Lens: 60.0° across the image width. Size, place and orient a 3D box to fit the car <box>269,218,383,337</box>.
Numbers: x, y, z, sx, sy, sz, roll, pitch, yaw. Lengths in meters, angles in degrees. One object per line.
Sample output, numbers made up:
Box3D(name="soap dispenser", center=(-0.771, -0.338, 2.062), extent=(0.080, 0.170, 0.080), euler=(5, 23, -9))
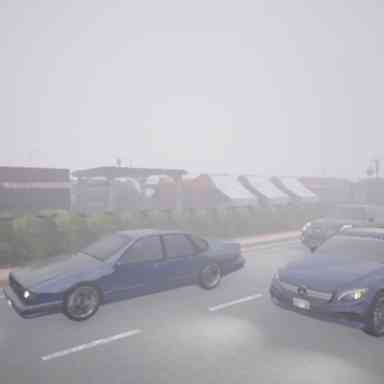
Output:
Box3D(name="car", center=(3.576, 1.501, 6.747), extent=(4.674, 1.442, 1.812), euler=(-1, 0, -38))

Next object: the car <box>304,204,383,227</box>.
Box3D(name="car", center=(6.416, 1.306, 13.365), extent=(4.553, 1.767, 2.097), euler=(-1, 0, -37))

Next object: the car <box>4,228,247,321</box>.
Box3D(name="car", center=(-1.140, 1.573, 7.565), extent=(5.357, 1.411, 2.033), euler=(-1, 0, -38))
